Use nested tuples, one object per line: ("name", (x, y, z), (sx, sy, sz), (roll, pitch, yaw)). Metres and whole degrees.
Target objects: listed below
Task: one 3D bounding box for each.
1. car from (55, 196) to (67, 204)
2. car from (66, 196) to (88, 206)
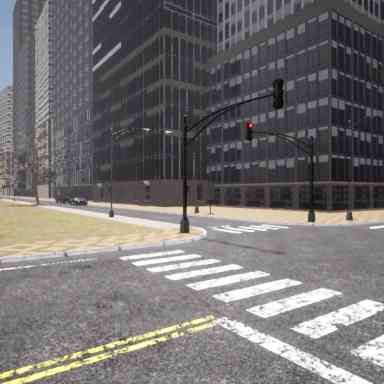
("car", (-24.665, 1.509, 63.496), (1.837, 1.490, 4.892), (0, 0, -35))
("car", (-18.870, 1.600, 55.232), (1.895, 1.301, 4.718), (0, 0, -35))
